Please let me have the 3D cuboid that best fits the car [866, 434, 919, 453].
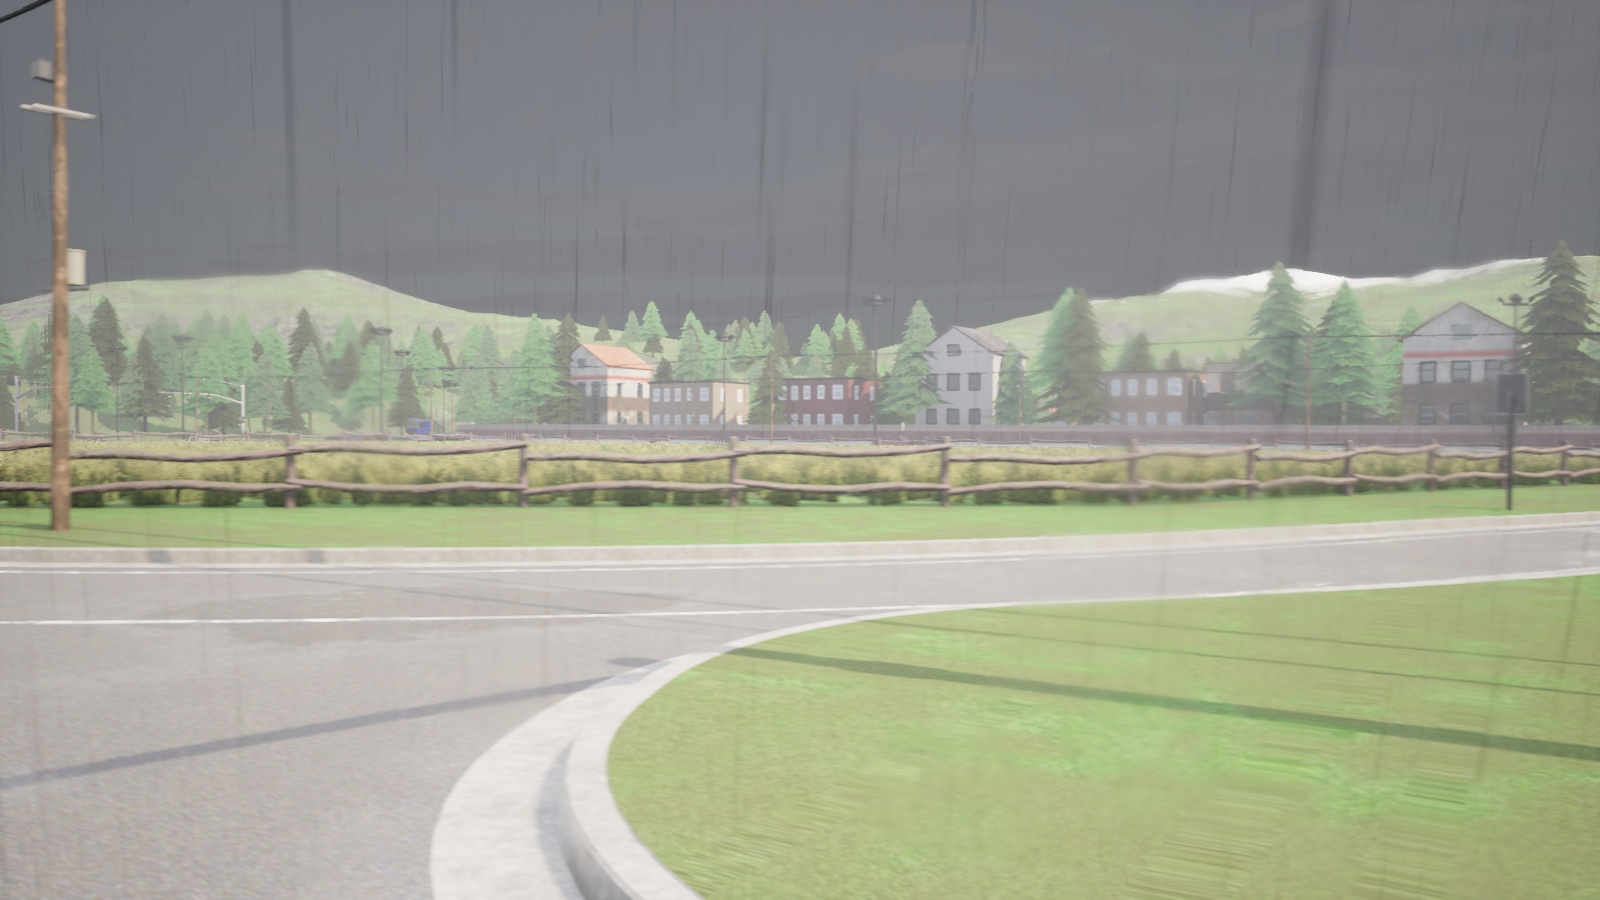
[{"bbox_3d":[7.214,-0.499,97.931,3.633,1.501,1.845,0,1,34],"label":"car"}]
